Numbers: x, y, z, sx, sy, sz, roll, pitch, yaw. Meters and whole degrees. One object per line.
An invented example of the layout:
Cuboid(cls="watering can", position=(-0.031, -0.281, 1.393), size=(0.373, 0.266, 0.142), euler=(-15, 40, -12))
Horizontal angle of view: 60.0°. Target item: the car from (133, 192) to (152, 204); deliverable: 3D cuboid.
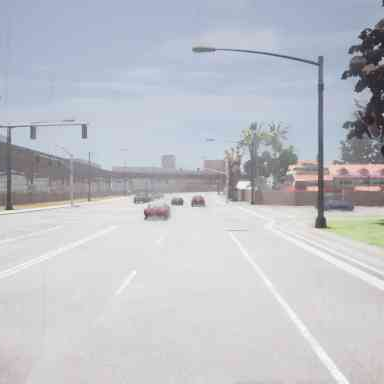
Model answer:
Cuboid(cls="car", position=(-9.508, 1.082, 62.658), size=(2.150, 2.045, 5.566), euler=(0, 1, 1))

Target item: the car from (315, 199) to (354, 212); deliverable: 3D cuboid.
Cuboid(cls="car", position=(16.776, 1.565, 39.160), size=(4.181, 1.385, 1.994), euler=(0, 0, -1))

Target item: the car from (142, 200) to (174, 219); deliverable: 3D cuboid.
Cuboid(cls="car", position=(-2.920, 1.600, 28.982), size=(1.895, 1.301, 4.718), euler=(0, 0, 1))

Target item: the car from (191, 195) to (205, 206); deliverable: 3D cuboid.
Cuboid(cls="car", position=(0.978, 1.301, 52.569), size=(2.097, 1.767, 4.553), euler=(0, 0, 1))

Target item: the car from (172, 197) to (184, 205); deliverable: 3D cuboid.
Cuboid(cls="car", position=(-2.449, 1.483, 56.914), size=(1.994, 1.385, 4.181), euler=(0, 0, 1))

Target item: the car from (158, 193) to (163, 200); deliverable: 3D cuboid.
Cuboid(cls="car", position=(-9.119, 1.134, 82.494), size=(1.994, 1.385, 4.181), euler=(0, 1, 1))

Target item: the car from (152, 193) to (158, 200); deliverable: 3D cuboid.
Cuboid(cls="car", position=(-9.283, 1.282, 72.777), size=(2.033, 1.411, 5.357), euler=(0, 1, 1))
